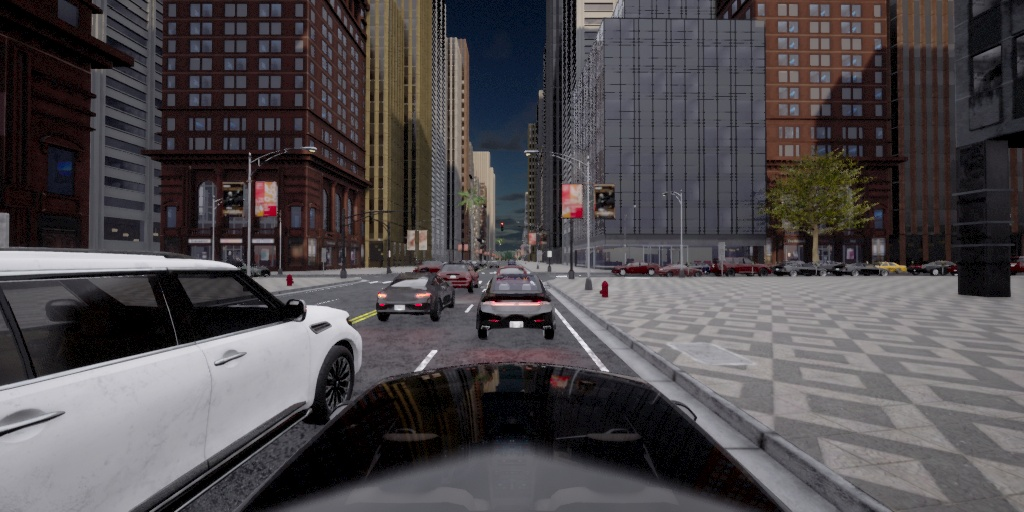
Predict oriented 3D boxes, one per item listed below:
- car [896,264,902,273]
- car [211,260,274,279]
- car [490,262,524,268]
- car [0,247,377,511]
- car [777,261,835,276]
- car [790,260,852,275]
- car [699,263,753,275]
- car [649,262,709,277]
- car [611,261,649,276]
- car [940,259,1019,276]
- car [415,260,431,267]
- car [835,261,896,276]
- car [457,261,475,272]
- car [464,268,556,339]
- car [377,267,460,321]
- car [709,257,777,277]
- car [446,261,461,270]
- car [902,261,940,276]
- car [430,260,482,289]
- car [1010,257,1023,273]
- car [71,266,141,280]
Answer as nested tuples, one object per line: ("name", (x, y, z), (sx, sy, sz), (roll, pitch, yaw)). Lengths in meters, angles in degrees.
("car", (43.178, 1.295, 41.915), (4.829, 1.417, 1.751), (0, 0, -1))
("car", (-26.169, 1.294, 34.938), (4.553, 1.767, 2.097), (0, -1, 0))
("car", (-0.014, 1.260, 19.567), (1.882, 1.535, 5.008), (0, 0, 0))
("car", (-3.155, 0.972, 2.597), (2.150, 2.045, 5.566), (0, 0, 0))
("car", (26.568, 1.276, 33.118), (4.313, 1.339, 1.948), (0, 0, -1))
("car", (33.566, 1.251, 38.998), (4.902, 1.511, 2.128), (0, -1, -1))
("car", (23.156, 1.389, 38.835), (4.718, 1.301, 1.895), (0, -1, -1))
("car", (15.292, 1.327, 32.935), (4.207, 1.307, 1.802), (0, 0, -1))
("car", (13.239, 1.299, 38.687), (5.008, 1.535, 1.882), (0, -1, -2))
("car", (43.481, 1.214, 33.394), (4.507, 1.381, 1.888), (0, 0, -1))
("car", (-8.024, 1.227, 38.052), (4.553, 1.767, 2.097), (0, -1, -33))
("car", (32.205, 1.260, 33.210), (4.313, 1.339, 1.948), (0, 0, -1))
("car", (-6.636, 1.463, 52.188), (2.128, 1.511, 4.902), (0, 0, 0))
("car", (0.093, 1.248, 10.066), (2.128, 1.511, 4.902), (0, 0, 0))
("car", (-3.158, 1.288, 12.376), (1.812, 1.442, 4.674), (0, 0, 0))
("car", (20.931, 1.041, 33.026), (5.009, 1.841, 2.192), (0, 0, -1))
("car", (-9.872, 1.558, 60.833), (1.812, 1.442, 4.674), (0, 0, 0))
("car", (42.828, 1.206, 36.010), (4.892, 1.490, 1.837), (0, -1, -1))
("car", (-3.164, 1.142, 21.356), (2.097, 1.767, 4.553), (0, 0, 0))
("car", (49.119, 0.973, 33.486), (5.009, 1.841, 2.192), (0, 0, -1))
("car", (-39.457, 1.605, 34.938), (4.718, 1.301, 1.895), (0, -1, 0))
